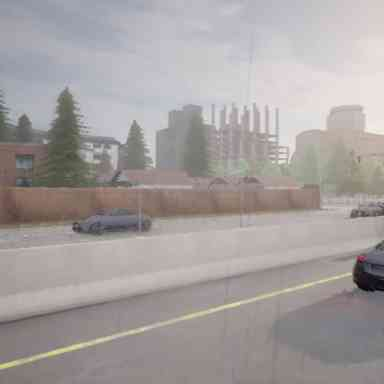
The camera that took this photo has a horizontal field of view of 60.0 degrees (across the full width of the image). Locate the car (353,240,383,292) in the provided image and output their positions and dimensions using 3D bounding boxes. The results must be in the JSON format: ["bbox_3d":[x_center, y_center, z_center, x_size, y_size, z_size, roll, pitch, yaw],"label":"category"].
[{"bbox_3d":[5.624,1.556,7.760,4.181,1.385,1.994,0,0,-35],"label":"car"}]

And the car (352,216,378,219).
[{"bbox_3d":[14.964,1.538,27.538,4.181,1.385,1.994,0,0,-35],"label":"car"}]
